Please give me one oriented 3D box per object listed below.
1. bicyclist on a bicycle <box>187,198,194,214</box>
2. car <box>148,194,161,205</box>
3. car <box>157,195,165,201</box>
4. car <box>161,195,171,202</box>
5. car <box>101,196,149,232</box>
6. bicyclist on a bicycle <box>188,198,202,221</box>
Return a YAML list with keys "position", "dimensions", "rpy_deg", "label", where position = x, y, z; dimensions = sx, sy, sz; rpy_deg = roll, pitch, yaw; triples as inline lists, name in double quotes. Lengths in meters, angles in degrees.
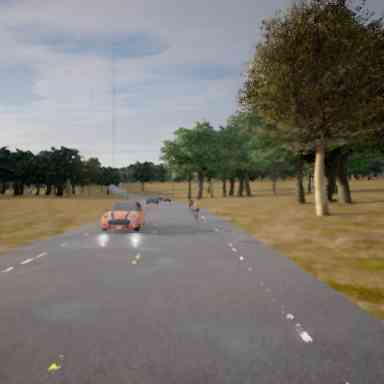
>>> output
- position: [-0.148, 1.409, 33.899]
  dimensions: [0.582, 1.620, 1.656]
  rpy_deg: [0, 0, -4]
  label: "bicyclist on a bicycle"
- position: [-7.263, 1.311, 61.547]
  dimensions: [2.150, 2.045, 5.566]
  rpy_deg: [0, 0, -7]
  label: "car"
- position: [-8.851, 1.589, 94.345]
  dimensions: [1.882, 1.535, 5.008]
  rpy_deg: [0, 0, -11]
  label: "car"
- position: [-6.225, 1.685, 79.300]
  dimensions: [1.895, 1.301, 4.718]
  rpy_deg: [0, 0, -9]
  label: "car"
- position: [-3.994, 1.330, 20.025]
  dimensions: [2.097, 1.767, 4.553]
  rpy_deg: [0, 0, -2]
  label: "car"
- position: [0.334, 1.392, 25.730]
  dimensions: [0.866, 1.612, 1.509]
  rpy_deg: [0, 0, -3]
  label: "bicyclist on a bicycle"
